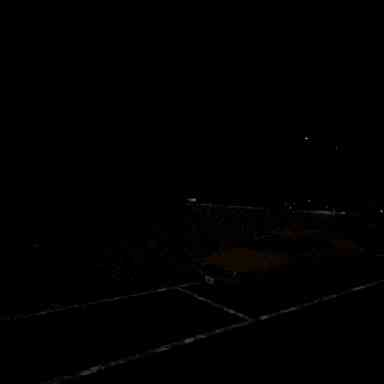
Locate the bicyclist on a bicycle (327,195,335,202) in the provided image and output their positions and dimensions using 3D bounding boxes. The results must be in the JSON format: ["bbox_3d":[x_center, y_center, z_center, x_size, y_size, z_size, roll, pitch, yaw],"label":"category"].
[{"bbox_3d":[16.282,1.158,38.904,1.656,1.620,0.582,0,0,-34],"label":"bicyclist on a bicycle"}]

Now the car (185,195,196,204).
[{"bbox_3d":[-1.283,1.192,53.556,1.895,1.301,4.718,1,0,-34],"label":"car"}]

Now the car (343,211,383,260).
[{"bbox_3d":[7.105,1.547,11.641,4.507,1.381,1.887,0,1,-35],"label":"car"}]

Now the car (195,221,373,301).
[{"bbox_3d":[2.345,1.526,8.337,4.829,1.417,1.752,0,1,-35],"label":"car"}]

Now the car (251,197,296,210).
[{"bbox_3d":[9.437,1.367,37.854,1.895,1.301,4.718,1,0,-34],"label":"car"}]

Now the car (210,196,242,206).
[{"bbox_3d":[4.313,1.247,45.347,1.994,1.385,4.181,1,0,-34],"label":"car"}]

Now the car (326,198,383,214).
[{"bbox_3d":[14.675,1.341,30.209,2.128,1.511,4.902,1,0,-34],"label":"car"}]

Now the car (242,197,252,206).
[{"bbox_3d":[7.907,1.332,45.740,1.895,1.301,4.718,1,0,-34],"label":"car"}]
